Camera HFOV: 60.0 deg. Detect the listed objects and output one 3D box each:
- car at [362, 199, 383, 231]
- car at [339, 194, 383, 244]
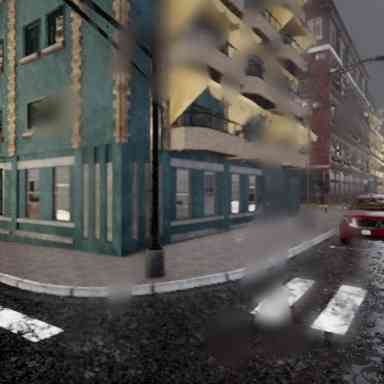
[{"bbox_3d":[10.677,1.193,18.158,1.887,1.381,4.507,1,1,35],"label":"car"},{"bbox_3d":[7.477,1.044,13.594,2.192,1.841,5.009,1,1,35],"label":"car"}]
